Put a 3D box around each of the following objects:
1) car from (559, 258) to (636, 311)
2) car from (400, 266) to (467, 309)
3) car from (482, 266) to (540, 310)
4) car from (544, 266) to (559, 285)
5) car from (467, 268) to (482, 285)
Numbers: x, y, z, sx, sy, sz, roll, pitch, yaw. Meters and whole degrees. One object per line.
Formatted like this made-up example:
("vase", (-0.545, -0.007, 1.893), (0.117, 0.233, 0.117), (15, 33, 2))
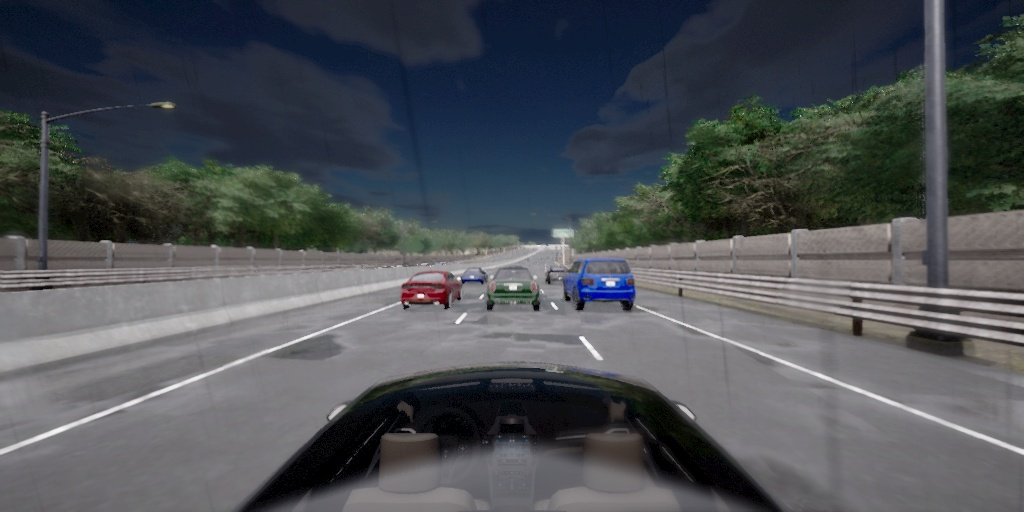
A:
("car", (3.567, 1.118, 15.526), (2.150, 2.045, 5.566), (0, -1, 1))
("car", (-3.422, 1.385, 16.048), (1.882, 1.535, 5.008), (0, 0, 1))
("car", (0.069, 1.252, 15.610), (2.097, 1.767, 4.553), (0, -1, 1))
("car", (3.833, 1.605, 30.646), (2.128, 1.511, 4.902), (0, -1, 2))
("car", (-3.166, 1.675, 30.765), (1.994, 1.385, 4.181), (0, -1, 2))
